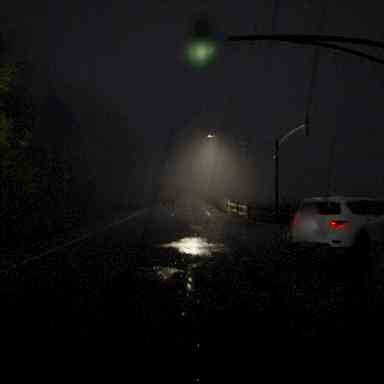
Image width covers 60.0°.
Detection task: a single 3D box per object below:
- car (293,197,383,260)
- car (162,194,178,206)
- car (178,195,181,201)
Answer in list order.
[{"bbox_3d":[6.231,1.221,12.553,5.566,2.045,2.150,1,-3,-34],"label":"car"},{"bbox_3d":[-3.547,1.371,51.782,1.837,1.490,4.892,0,0,0],"label":"car"},{"bbox_3d":[-3.719,1.323,77.902,2.128,1.511,4.902,0,0,0],"label":"car"}]
